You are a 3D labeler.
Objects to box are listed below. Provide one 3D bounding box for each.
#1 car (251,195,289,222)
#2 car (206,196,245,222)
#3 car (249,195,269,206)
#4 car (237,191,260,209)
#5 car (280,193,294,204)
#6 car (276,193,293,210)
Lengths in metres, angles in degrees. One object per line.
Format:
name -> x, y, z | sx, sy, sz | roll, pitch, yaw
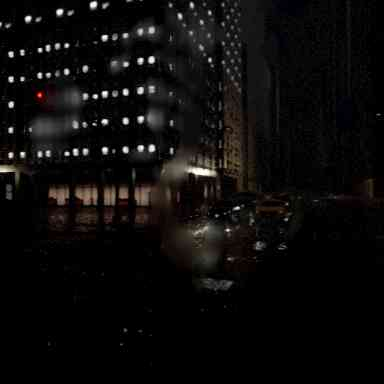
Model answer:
car -> 5.881, 1.264, 24.650 | 1.882, 1.535, 5.008 | 0, 1, 18
car -> 2.415, 1.321, 24.532 | 1.837, 1.490, 4.892 | 0, 1, 18
car -> 9.240, 1.118, 45.326 | 2.033, 1.411, 5.357 | 0, 1, 18
car -> 5.660, 0.922, 34.436 | 2.150, 2.045, 5.566 | 0, 1, 18
car -> 14.940, 0.934, 52.212 | 1.882, 1.535, 5.008 | 0, 1, 19
car -> 8.665, 1.039, 33.165 | 2.097, 1.767, 4.553 | 0, 1, 18
